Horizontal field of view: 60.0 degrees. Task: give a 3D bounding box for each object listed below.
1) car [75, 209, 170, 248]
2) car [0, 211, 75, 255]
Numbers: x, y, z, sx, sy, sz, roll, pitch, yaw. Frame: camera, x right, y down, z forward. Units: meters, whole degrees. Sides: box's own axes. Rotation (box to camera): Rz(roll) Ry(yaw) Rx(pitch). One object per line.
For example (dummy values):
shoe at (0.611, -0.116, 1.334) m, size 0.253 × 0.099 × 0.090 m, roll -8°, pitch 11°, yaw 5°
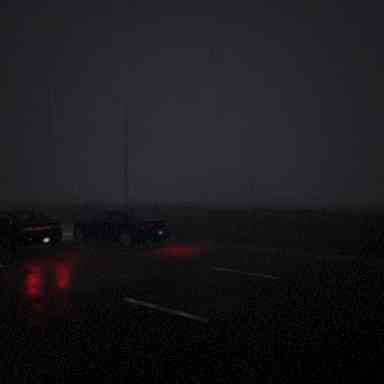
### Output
car at (-3.285, 1.499, 14.914) m, size 5.008 × 1.535 × 1.882 m, roll 0°, pitch 0°, yaw 36°
car at (-7.236, 1.518, 13.440) m, size 4.902 × 1.511 × 2.128 m, roll 0°, pitch 0°, yaw 36°
